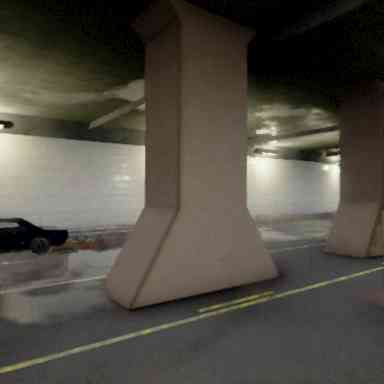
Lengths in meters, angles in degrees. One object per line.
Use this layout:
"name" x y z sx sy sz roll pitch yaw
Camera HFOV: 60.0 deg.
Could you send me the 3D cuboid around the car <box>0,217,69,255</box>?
"car" -7.043 1.603 11.866 4.718 1.301 1.895 0 0 -36
